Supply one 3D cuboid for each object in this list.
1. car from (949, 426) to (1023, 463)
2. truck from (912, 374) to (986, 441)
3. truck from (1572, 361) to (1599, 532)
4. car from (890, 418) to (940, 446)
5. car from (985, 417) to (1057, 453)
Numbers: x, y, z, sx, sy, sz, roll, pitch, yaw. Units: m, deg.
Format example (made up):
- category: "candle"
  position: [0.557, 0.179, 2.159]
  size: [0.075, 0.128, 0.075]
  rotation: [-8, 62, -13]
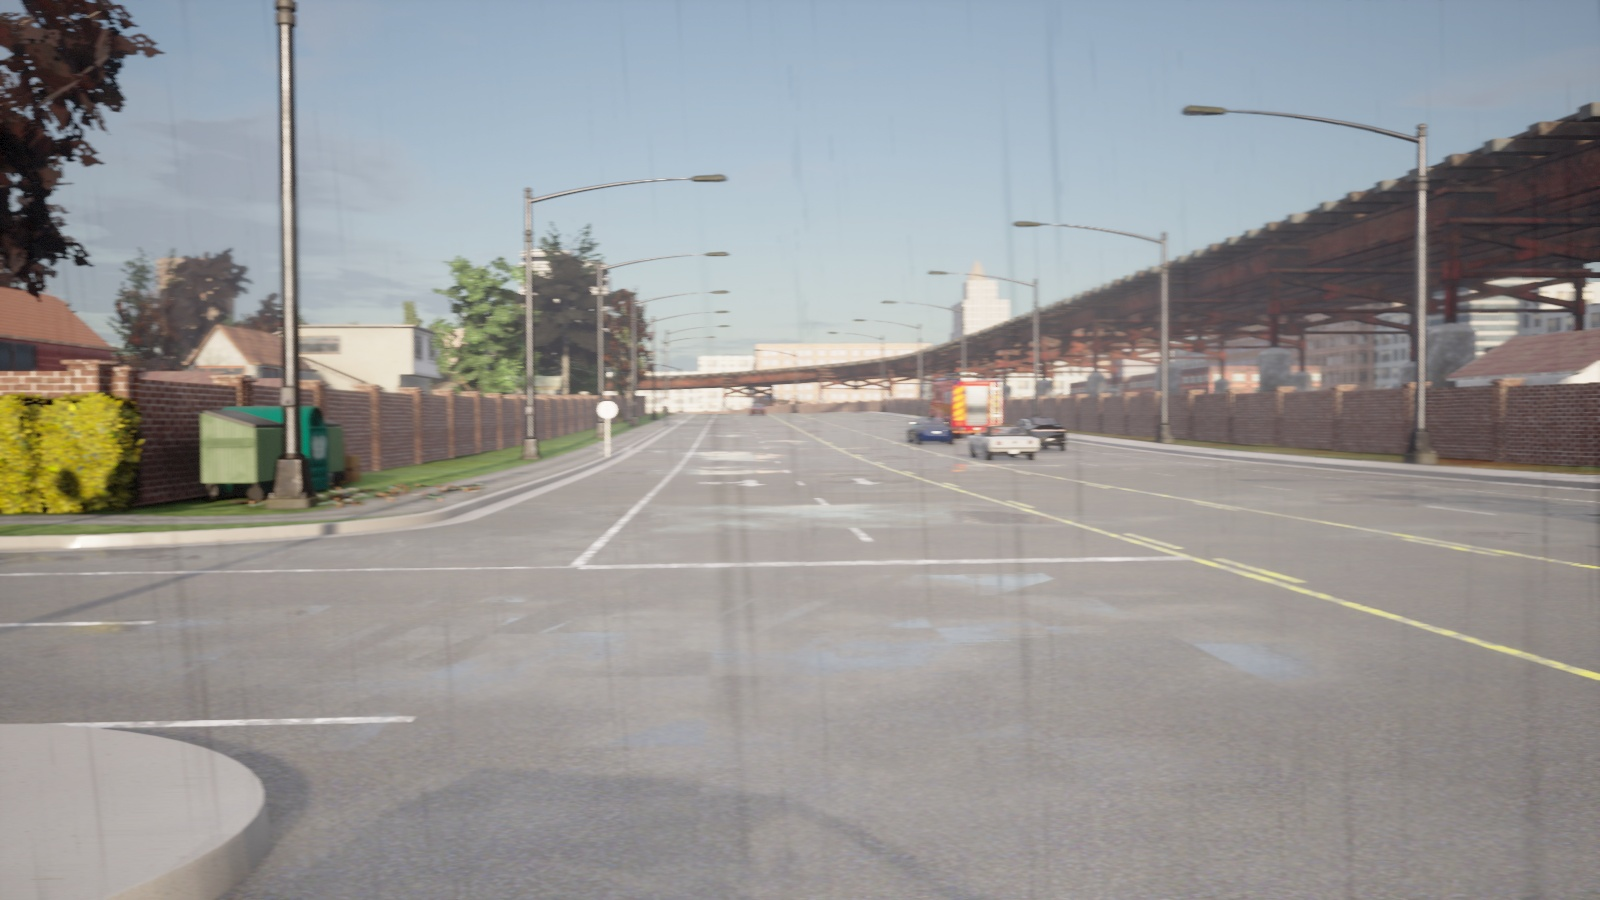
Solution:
- category: "car"
  position: [7.186, -0.246, 48.924]
  size: [1.895, 1.301, 4.718]
  rotation: [0, 2, -4]
- category: "truck"
  position: [8.870, -2.616, 75.641]
  size: [2.891, 3.827, 8.468]
  rotation: [0, 3, -4]
- category: "truck"
  position: [12.935, -0.006, 16.085]
  size: [2.627, 2.467, 5.204]
  rotation: [0, 1, -4]
- category: "car"
  position: [6.014, -0.970, 66.081]
  size: [1.994, 1.385, 4.181]
  rotation: [0, 3, -4]
- category: "car"
  position: [10.093, -0.709, 57.722]
  size: [2.128, 1.511, 4.902]
  rotation: [0, 2, -4]
